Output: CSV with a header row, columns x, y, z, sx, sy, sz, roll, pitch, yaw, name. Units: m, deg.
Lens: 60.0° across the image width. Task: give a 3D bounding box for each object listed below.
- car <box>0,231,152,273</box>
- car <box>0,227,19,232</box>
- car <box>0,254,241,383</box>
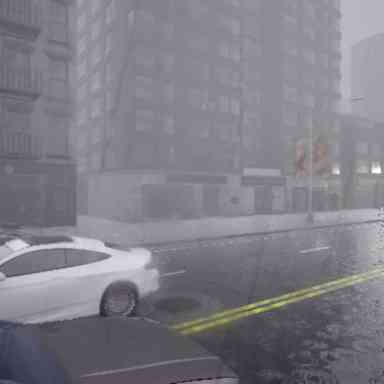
x,y,z,sx,sy,sz,roll,pitch,yaw,name
-2.790,1.525,5.703,4.674,1.442,1.812,0,0,-35,car
-5.213,1.564,7.951,4.181,1.385,1.994,0,0,-35,car
-2.117,1.548,1.927,5.357,1.411,2.033,0,0,-35,car
